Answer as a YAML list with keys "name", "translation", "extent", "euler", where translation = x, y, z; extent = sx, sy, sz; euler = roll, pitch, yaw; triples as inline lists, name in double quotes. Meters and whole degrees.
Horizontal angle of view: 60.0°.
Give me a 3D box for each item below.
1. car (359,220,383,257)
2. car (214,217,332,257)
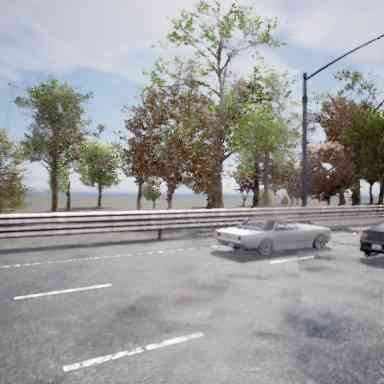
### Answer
- name: "car"
  translation: [7.857, 1.595, 11.732]
  extent: [4.674, 1.442, 1.812]
  euler: [0, 0, -30]
- name: "car"
  translation: [3.310, 1.653, 13.133]
  extent: [4.718, 1.301, 1.895]
  euler: [0, 0, -30]
